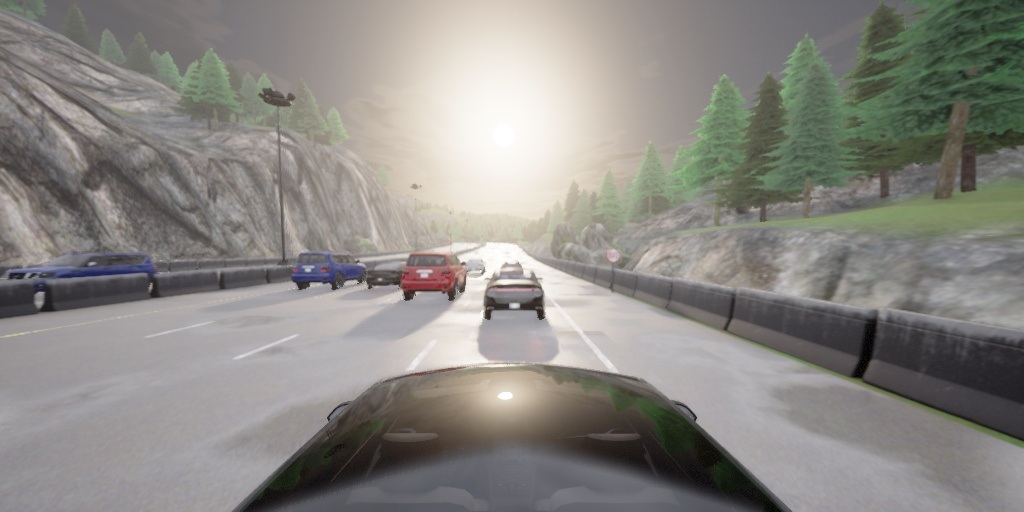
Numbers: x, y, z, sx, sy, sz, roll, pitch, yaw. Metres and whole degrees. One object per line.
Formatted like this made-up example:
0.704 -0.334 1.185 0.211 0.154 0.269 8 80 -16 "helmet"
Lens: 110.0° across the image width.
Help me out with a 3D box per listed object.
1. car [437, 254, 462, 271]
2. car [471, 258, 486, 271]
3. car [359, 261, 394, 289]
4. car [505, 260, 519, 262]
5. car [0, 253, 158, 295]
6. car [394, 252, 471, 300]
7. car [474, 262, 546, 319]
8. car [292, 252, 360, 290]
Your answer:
-7.042 0.690 41.026 2.097 1.767 4.553 0 1 0 "car"
-3.520 0.943 35.082 1.812 1.442 4.674 0 1 0 "car"
-6.968 1.052 21.376 1.882 1.535 5.008 0 1 0 "car"
-0.004 1.029 30.834 1.994 1.385 4.181 0 1 0 "car"
-21.113 0.853 17.933 2.150 2.045 5.566 0 0 0 "car"
-3.452 0.834 16.773 2.150 2.045 5.566 0 0 0 "car"
0.065 1.141 12.331 2.128 1.511 4.902 0 1 0 "car"
-10.469 0.803 21.070 2.150 2.045 5.566 0 0 0 "car"
